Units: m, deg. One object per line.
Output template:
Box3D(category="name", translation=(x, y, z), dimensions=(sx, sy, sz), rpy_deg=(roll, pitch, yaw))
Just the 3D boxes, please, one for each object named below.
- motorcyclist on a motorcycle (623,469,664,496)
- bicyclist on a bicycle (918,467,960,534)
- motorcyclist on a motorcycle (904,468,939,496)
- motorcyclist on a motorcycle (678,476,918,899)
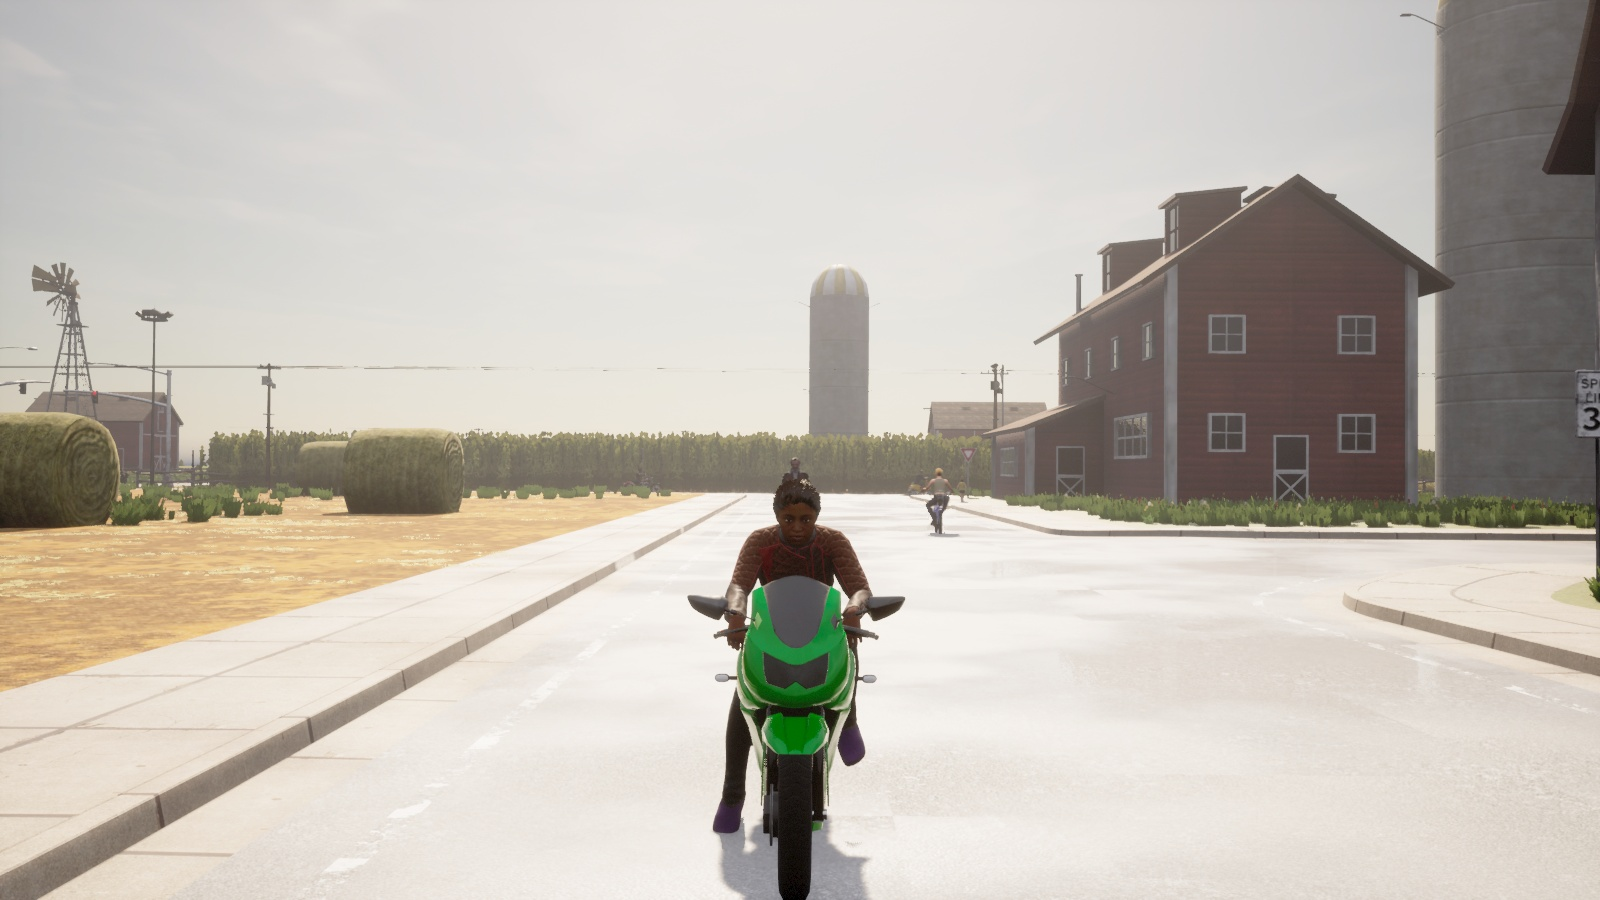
Box3D(category="motorcyclist on a motorcycle", translation=(-9.469, 1.947, 75.880), dimensions=(2.350, 1.649, 0.766), rpy_deg=(0, -1, 1))
Box3D(category="bicyclist on a bicycle", translation=(3.410, 1.223, 30.964), dimensions=(0.866, 1.612, 1.509), rpy_deg=(0, -1, 0))
Box3D(category="motorcyclist on a motorcycle", translation=(7.182, 1.901, 74.156), dimensions=(1.817, 1.590, 0.866), rpy_deg=(1, 1, -29))
Box3D(category="motorcyclist on a motorcycle", translation=(-0.010, 0.878, 5.209), dimensions=(0.797, 1.523, 2.044), rpy_deg=(0, -1, 0))
